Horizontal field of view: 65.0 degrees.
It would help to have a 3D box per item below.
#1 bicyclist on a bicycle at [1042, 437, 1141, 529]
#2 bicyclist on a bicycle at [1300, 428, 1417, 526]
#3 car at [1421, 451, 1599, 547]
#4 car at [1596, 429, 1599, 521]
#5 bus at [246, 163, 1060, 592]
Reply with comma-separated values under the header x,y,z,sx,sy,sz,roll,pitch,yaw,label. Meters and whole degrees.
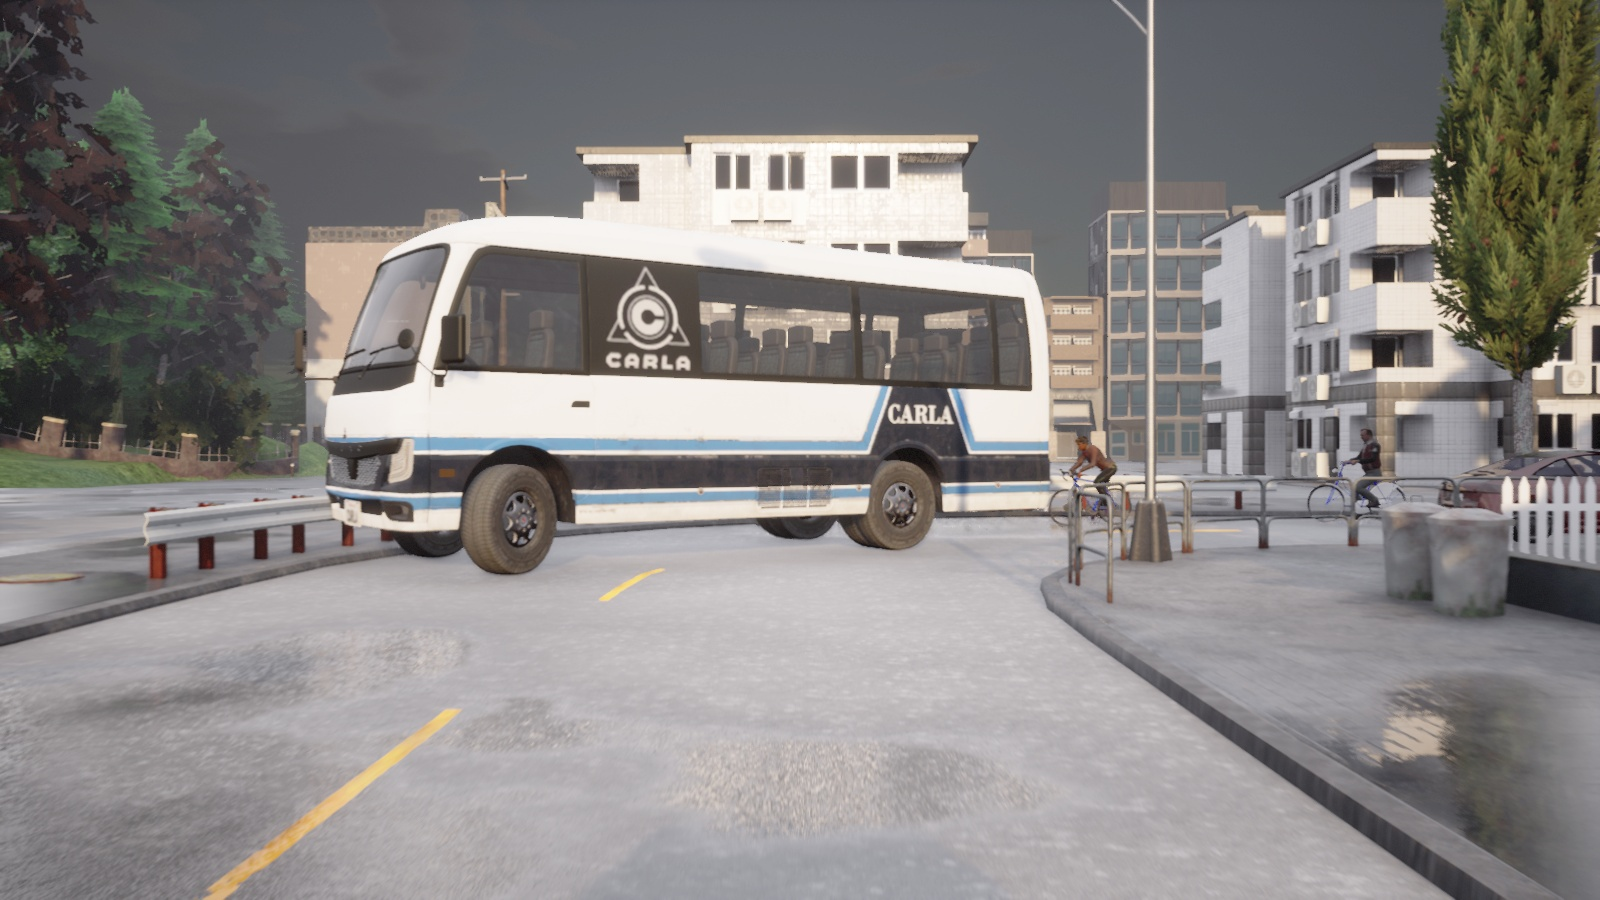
x,y,z,sx,sy,sz,roll,pitch,yaw,label
5.243,0.578,22.615,1.656,1.620,0.582,0,0,-14,bicyclist on a bicycle
10.300,0.494,23.197,1.843,1.776,0.659,0,0,0,bicyclist on a bicycle
12.087,0.712,19.213,4.181,1.385,1.994,0,0,-1,car
17.627,0.488,23.165,4.553,1.767,2.097,0,0,0,car
-1.573,-0.732,16.999,10.273,4.253,3.944,0,1,-35,bus
